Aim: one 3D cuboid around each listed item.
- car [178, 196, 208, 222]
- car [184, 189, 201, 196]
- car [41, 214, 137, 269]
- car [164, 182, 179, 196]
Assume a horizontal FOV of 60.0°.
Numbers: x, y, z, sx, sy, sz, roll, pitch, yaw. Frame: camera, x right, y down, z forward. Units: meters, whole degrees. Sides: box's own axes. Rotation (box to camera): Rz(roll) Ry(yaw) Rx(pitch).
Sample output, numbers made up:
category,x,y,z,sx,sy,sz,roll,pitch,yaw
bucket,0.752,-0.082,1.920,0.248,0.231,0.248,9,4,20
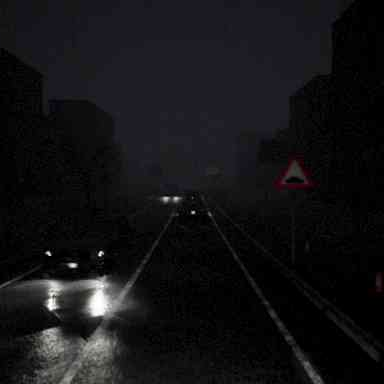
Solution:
category,x,y,z,sx,sy,sz,roll,pitch,yaw
car,0.073,1.231,23.337,1.994,1.385,4.181,0,2,0
car,0.051,0.341,41.495,1.837,1.490,4.892,0,3,0
car,-3.106,1.498,11.323,2.033,1.411,5.357,0,1,0
car,-3.136,-0.468,51.774,2.150,2.045,5.566,0,3,0
